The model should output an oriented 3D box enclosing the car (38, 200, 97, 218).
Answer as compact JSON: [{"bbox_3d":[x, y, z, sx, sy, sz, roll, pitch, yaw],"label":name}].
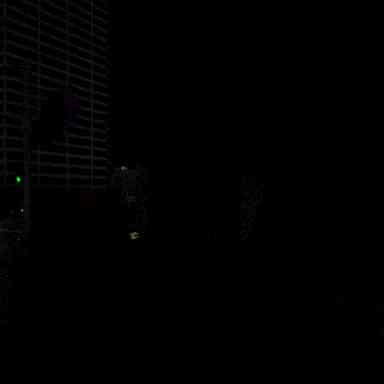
[{"bbox_3d":[-11.142,1.476,30.767,1.882,1.535,5.008,0,0,35],"label":"car"}]

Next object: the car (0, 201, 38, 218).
[{"bbox_3d":[-15.514,1.546,30.647,2.033,1.411,5.357,0,0,35],"label":"car"}]
